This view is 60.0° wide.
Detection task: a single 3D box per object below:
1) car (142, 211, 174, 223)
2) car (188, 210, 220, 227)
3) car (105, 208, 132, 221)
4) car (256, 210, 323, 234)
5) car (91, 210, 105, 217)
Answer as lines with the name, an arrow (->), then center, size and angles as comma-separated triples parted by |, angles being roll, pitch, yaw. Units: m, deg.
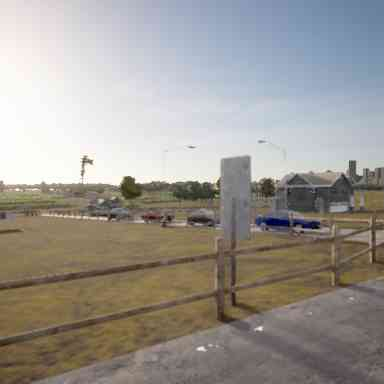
car -> -3.974, 2.892, 38.566 | 1.895, 1.301, 4.718 | 0, -2, -36
car -> 1.383, 2.441, 31.064 | 1.812, 1.442, 4.674 | 0, -2, -35
car -> -10.119, 3.087, 47.213 | 2.097, 1.767, 4.553 | 0, -2, -35
car -> 6.778, 2.025, 23.523 | 1.882, 1.535, 5.008 | 0, -2, -36
car -> -17.304, 4.001, 62.263 | 1.994, 1.385, 4.181 | 0, -2, -36
